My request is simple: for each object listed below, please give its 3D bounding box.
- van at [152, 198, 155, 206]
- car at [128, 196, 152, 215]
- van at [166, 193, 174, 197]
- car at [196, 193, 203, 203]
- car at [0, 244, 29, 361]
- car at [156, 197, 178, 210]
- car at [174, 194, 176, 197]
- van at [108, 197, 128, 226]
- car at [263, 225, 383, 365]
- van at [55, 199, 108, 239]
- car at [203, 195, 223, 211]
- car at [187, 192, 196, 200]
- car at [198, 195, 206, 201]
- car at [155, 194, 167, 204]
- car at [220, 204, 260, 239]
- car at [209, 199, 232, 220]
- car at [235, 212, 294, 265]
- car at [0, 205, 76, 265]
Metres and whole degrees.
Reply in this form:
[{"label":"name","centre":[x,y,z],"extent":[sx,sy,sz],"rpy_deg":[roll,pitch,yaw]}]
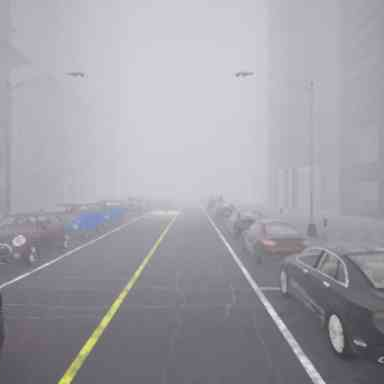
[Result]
[{"label":"van","centre":[-5.768,1.336,39.564],"extent":[1.690,1.788,3.998],"rpy_deg":[0,0,0]},{"label":"car","centre":[-5.768,1.309,33.928],"extent":[2.192,1.841,5.009],"rpy_deg":[0,0,0]},{"label":"van","centre":[-5.772,1.360,79.022],"extent":[1.690,1.788,3.998],"rpy_deg":[0,0,0]},{"label":"car","centre":[2.382,1.364,69.046],"extent":[2.097,1.767,4.553],"rpy_deg":[0,0,0]},{"label":"car","centre":[-3.101,1.477,1.823],"extent":[1.882,1.535,5.008],"rpy_deg":[0,0,0]},{"label":"car","centre":[-3.096,1.596,42.201],"extent":[1.895,1.301,4.718],"rpy_deg":[0,0,0]},{"label":"car","centre":[-5.771,1.590,84.658],"extent":[1.947,1.339,4.313],"rpy_deg":[0,0,0]},{"label":"van","centre":[-5.767,1.335,22.655],"extent":[1.690,1.788,3.998],"rpy_deg":[0,0,0]},{"label":"car","centre":[2.760,1.548,5.763],"extent":[2.008,1.369,4.403],"rpy_deg":[0,0,0]},{"label":"van","centre":[-5.766,1.335,17.019],"extent":[1.690,1.788,3.998],"rpy_deg":[0,0,0]},{"label":"car","centre":[2.757,1.310,39.580],"extent":[2.192,1.841,5.009],"rpy_deg":[0,0,0]},{"label":"car","centre":[-0.007,1.120,86.369],"extent":[2.150,2.045,5.566],"rpy_deg":[0,0,0]},{"label":"car","centre":[2.753,1.579,90.307],"extent":[2.008,1.369,4.403],"rpy_deg":[0,0,0]},{"label":"car","centre":[-5.769,1.547,56.475],"extent":[1.887,1.381,4.507],"rpy_deg":[0,0,0]},{"label":"car","centre":[2.759,1.545,17.035],"extent":[2.008,1.369,4.403],"rpy_deg":[0,0,0]},{"label":"car","centre":[2.758,1.538,28.308],"extent":[1.887,1.381,4.507],"rpy_deg":[0,0,0]},{"label":"car","centre":[2.760,1.577,11.399],"extent":[1.802,1.307,4.206],"rpy_deg":[0,0,0]},{"label":"car","centre":[-5.766,1.435,11.383],"extent":[1.967,1.590,4.097],"rpy_deg":[0,0,0]}]
